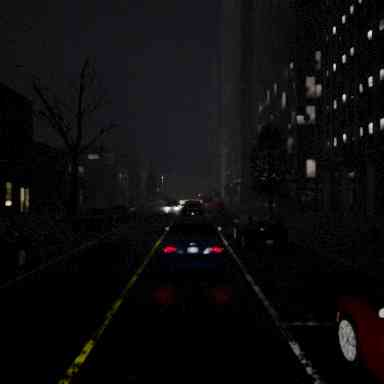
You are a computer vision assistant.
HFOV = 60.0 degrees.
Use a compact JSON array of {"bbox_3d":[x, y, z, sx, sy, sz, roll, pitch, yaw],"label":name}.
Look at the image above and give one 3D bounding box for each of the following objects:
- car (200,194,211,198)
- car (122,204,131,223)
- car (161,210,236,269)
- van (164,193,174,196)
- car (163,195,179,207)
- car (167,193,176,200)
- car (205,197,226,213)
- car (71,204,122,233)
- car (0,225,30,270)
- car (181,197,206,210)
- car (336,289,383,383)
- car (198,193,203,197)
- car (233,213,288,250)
[{"bbox_3d":[3.011,1.494,62.659,1.882,1.535,5.008,0,0,0],"label":"car"},{"bbox_3d":[-5.709,1.587,25.477,1.802,1.307,4.206,1,0,0],"label":"car"},{"bbox_3d":[0.045,1.550,11.109,2.033,1.411,5.357,0,0,0],"label":"car"},{"bbox_3d":[-5.663,1.363,76.271,1.690,1.788,3.998,1,0,0],"label":"van"},{"bbox_3d":[-3.071,1.613,52.629,1.895,1.301,4.718,0,0,0],"label":"car"},{"bbox_3d":[-5.660,1.344,93.204,2.192,1.841,5.009,1,0,0],"label":"car"},{"bbox_3d":[2.707,1.553,36.706,1.887,1.381,4.507,1,0,0],"label":"car"},{"bbox_3d":[-5.743,1.549,19.833,1.887,1.381,4.507,1,0,0],"label":"car"},{"bbox_3d":[-5.807,1.552,8.544,2.008,1.369,4.403,1,0,0],"label":"car"},{"bbox_3d":[0.076,1.513,29.987,1.837,1.490,4.892,0,1,0],"label":"car"},{"bbox_3d":[2.832,1.545,2.841,1.887,1.381,4.507,1,0,0],"label":"car"},{"bbox_3d":[2.717,1.468,93.147,1.967,1.590,4.097,1,0,0],"label":"car"},{"bbox_3d":[2.807,1.553,14.131,2.008,1.369,4.403,1,0,0],"label":"car"}]
